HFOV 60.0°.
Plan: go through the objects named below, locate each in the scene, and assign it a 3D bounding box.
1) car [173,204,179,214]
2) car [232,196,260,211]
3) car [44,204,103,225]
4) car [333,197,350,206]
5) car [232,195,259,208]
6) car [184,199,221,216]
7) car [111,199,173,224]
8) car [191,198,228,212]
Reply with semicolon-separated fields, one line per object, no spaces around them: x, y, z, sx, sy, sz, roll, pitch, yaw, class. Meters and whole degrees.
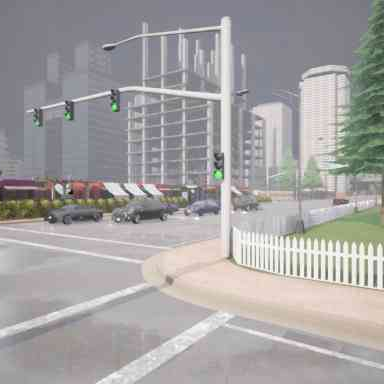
-3.423;1.547;32.076;2.033;1.411;5.357;0;0;34;car
6.696;1.505;40.759;1.837;1.490;4.892;0;0;34;car
-8.606;1.564;24.422;1.994;1.385;4.181;0;0;34;car
24.103;1.478;53.649;1.882;1.535;5.008;0;0;34;car
7.927;1.352;48.764;2.097;1.767;4.553;0;0;35;car
1.060;1.526;32.433;1.812;1.442;4.674;0;0;34;car
-3.892;1.352;25.140;2.097;1.767;4.553;0;0;34;car
2.223;1.547;40.411;2.033;1.411;5.357;0;0;34;car
